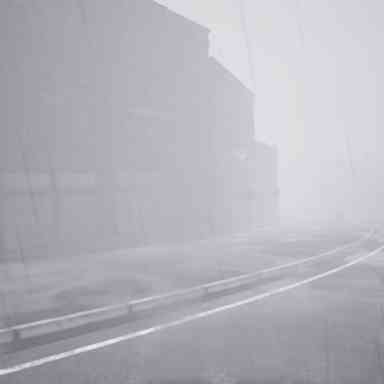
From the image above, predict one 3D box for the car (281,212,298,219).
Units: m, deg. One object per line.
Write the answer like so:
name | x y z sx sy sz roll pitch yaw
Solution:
car | 19.396 4.690 66.617 1.812 1.442 4.674 -2 -4 -13
